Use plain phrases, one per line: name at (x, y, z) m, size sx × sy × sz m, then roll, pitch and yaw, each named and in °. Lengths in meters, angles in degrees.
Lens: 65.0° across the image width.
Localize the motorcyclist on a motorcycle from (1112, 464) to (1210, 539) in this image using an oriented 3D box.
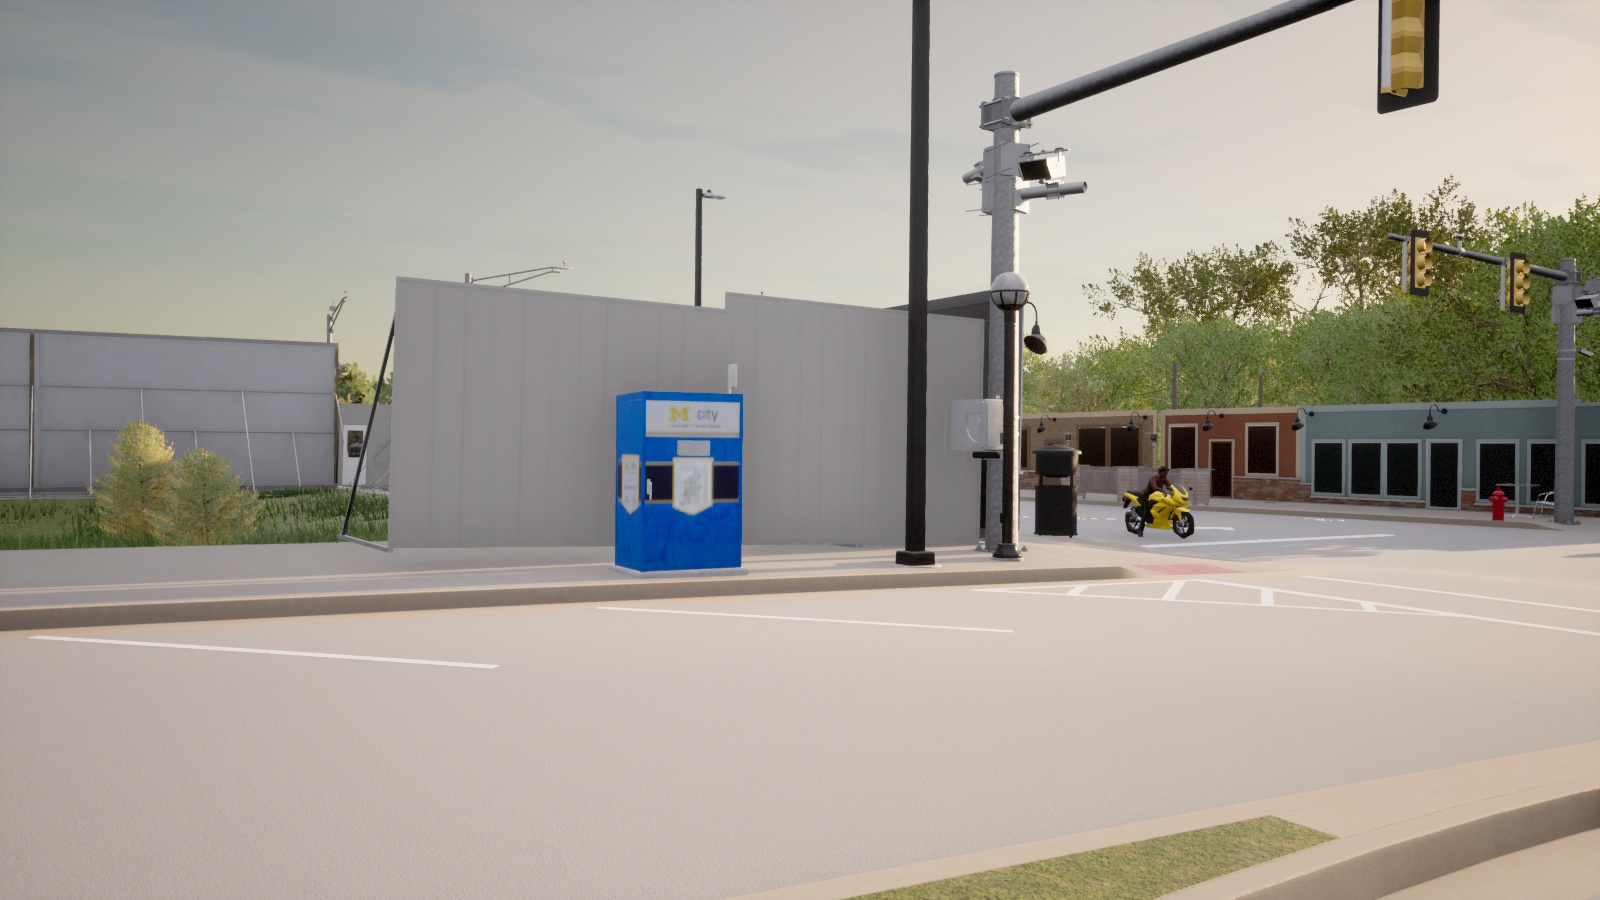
motorcyclist on a motorcycle at (7.667, 1.065, 26.779) m, size 0.797 × 1.523 × 2.044 m, roll 0°, pitch 0°, yaw -29°
